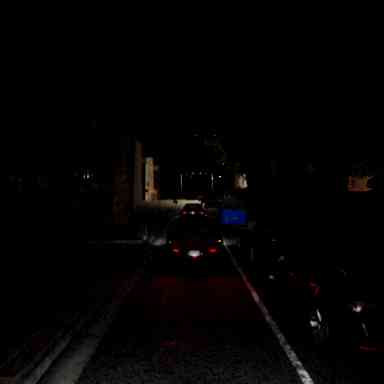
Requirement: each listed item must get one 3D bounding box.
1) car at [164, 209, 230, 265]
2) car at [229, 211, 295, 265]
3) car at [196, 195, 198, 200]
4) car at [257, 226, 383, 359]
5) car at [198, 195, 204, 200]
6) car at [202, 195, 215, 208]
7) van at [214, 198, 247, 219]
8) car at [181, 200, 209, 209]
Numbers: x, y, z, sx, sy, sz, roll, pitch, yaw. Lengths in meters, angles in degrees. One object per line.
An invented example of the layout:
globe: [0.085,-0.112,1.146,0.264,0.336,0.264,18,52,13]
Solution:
car: [0.081,1.545,11.610,1.812,1.442,4.674,0,0,0]
car: [2.645,1.570,11.459,2.008,1.369,4.403,1,0,0]
car: [2.622,1.845,86.934,1.887,1.381,4.507,1,0,0]
car: [2.646,1.575,6.010,1.947,1.339,4.313,1,0,0]
car: [2.633,1.483,60.505,2.192,1.841,5.009,1,0,0]
car: [2.738,1.590,46.339,1.882,1.535,5.008,0,0,0]
van: [2.644,1.384,22.359,1.690,1.788,3.998,1,0,0]
car: [0.077,1.602,27.125,2.033,1.411,5.357,0,0,0]
